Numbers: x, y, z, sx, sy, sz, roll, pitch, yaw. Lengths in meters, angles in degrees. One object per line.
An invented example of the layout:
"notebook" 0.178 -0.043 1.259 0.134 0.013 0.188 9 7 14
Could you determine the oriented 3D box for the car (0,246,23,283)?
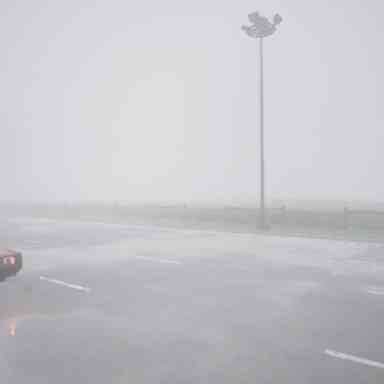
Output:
"car" -6.464 1.661 8.593 4.718 1.301 1.895 0 0 35
